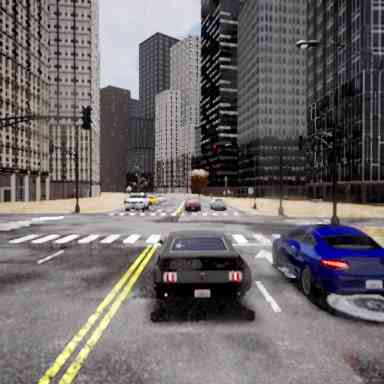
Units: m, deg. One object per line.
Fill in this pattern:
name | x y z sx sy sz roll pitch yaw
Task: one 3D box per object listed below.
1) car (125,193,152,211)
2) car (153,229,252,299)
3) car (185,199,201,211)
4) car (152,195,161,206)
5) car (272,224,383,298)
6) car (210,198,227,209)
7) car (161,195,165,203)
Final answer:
car | -6.583 1.174 40.433 2.150 2.045 5.566 0 0 0
car | 0.101 1.595 8.396 1.895 1.301 4.718 0 0 -3
car | 0.107 1.552 40.688 1.895 1.301 4.718 0 0 0
car | -6.563 1.400 53.392 1.882 1.535 5.008 0 1 0
car | 3.343 1.520 8.369 1.812 1.442 4.674 0 0 1
car | 3.361 1.472 43.265 1.812 1.442 4.674 0 0 0
car | -6.586 1.410 68.390 1.812 1.442 4.674 0 1 -1
